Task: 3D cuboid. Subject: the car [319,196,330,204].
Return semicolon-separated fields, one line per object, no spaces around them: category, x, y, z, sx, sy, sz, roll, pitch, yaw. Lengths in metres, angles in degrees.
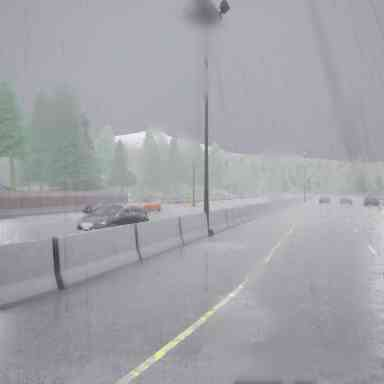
car;25.403;1.491;63.675;2.128;1.511;4.902;0;0;22

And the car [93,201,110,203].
car;-9.243;1.564;33.863;1.994;1.385;4.181;0;0;22

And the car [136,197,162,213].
car;-4.994;1.351;35.041;2.097;1.767;4.553;0;0;22

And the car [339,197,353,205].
car;27.250;1.526;58.868;1.812;1.442;4.674;0;0;22

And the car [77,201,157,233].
car;-4.174;1.492;18.214;2.128;1.511;4.902;0;0;22

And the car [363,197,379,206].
car;29.161;1.491;54.201;2.128;1.511;4.902;0;0;22
